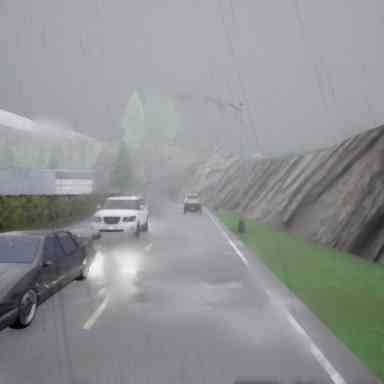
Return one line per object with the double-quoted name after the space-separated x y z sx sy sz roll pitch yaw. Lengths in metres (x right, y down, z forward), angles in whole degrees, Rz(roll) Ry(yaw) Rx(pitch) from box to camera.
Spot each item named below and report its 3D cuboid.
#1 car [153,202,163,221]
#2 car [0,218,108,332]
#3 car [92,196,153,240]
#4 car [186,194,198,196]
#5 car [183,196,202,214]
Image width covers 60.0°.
-3.560 1.580 28.192 2.033 1.411 5.357 0 0 0 "car"
-3.598 1.552 7.188 2.033 1.411 5.357 0 0 0 "car"
-3.593 1.240 17.545 2.150 2.045 5.566 0 0 0 "car"
-0.042 1.280 46.571 2.150 2.045 5.566 0 0 -2 "car"
0.069 1.521 35.845 1.882 1.535 5.008 0 0 0 "car"
